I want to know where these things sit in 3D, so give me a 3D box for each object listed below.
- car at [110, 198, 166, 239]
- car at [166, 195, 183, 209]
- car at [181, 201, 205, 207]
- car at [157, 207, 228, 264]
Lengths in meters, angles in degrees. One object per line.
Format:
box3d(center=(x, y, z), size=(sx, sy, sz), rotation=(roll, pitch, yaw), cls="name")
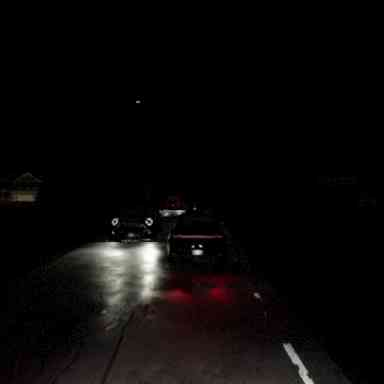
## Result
box3d(center=(-2.735, 1.360, 17.164), size=(2.097, 1.767, 4.553), rotation=(0, 0, 0), cls="car")
box3d(center=(-2.443, 1.369, 45.957), size=(2.150, 2.045, 5.566), rotation=(0, 0, 0), cls="car")
box3d(center=(0.293, 1.611, 33.223), size=(2.033, 1.411, 5.357), rotation=(0, 0, 1), cls="car")
box3d(center=(0.175, 1.501, 11.855), size=(2.128, 1.511, 4.902), rotation=(0, 0, 0), cls="car")
